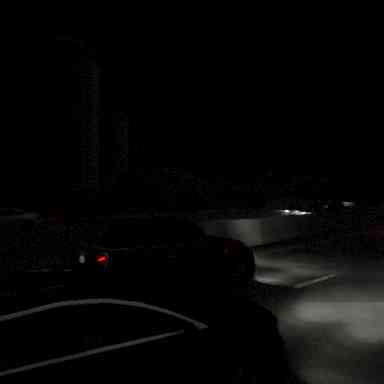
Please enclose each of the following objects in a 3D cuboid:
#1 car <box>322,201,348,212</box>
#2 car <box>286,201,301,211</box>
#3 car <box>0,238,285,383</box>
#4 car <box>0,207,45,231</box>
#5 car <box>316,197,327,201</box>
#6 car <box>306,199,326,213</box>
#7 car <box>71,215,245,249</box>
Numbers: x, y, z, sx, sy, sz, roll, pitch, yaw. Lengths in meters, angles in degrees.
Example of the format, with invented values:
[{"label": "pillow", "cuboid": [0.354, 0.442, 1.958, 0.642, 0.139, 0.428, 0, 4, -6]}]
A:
[{"label": "car", "cuboid": [16.678, 2.034, 38.292, 1.994, 1.385, 4.181, 0, -1, 31]}, {"label": "car", "cuboid": [15.580, 2.090, 51.064, 1.812, 1.442, 4.674, 0, -1, 24]}, {"label": "car", "cuboid": [-1.158, 1.504, 3.101, 4.902, 1.511, 2.128, 1, -1, -36]}, {"label": "car", "cuboid": [-10.561, 1.573, 18.129, 4.674, 1.442, 1.812, 1, -1, -38]}, {"label": "car", "cuboid": [30.060, 2.050, 77.663, 2.097, 1.767, 4.553, 0, 0, 7]}, {"label": "car", "cuboid": [16.942, 2.040, 45.901, 1.837, 1.490, 4.892, 0, 0, 26]}, {"label": "car", "cuboid": [-0.553, 1.410, 8.022, 4.553, 1.767, 2.097, 1, -1, -38]}]
